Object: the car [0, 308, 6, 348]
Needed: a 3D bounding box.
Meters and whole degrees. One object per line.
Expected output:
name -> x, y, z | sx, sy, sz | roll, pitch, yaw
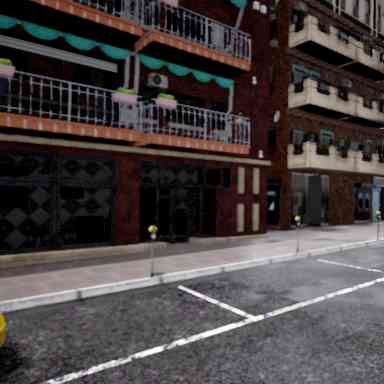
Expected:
car -> -4.613, 1.522, 3.255 | 4.829, 1.417, 1.752 | 0, 1, -35
